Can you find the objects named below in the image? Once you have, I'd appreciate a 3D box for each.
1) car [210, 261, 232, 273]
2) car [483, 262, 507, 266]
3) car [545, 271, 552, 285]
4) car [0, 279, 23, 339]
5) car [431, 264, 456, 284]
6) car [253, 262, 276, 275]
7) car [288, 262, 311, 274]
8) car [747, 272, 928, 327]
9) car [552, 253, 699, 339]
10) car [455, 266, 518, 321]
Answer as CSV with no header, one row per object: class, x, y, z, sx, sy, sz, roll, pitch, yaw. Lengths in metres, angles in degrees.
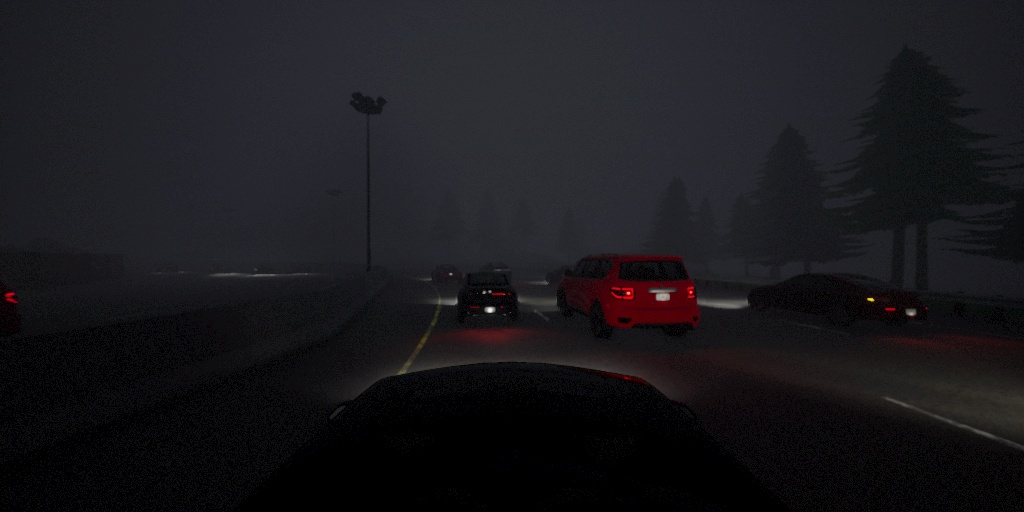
car,-37.795,1.431,46.530,4.902,1.511,2.128,0,0,43
car,-1.477,1.253,28.743,2.128,1.511,4.902,0,0,-19
car,3.881,1.283,23.574,2.033,1.411,5.357,0,0,-15
car,-10.808,1.024,4.776,2.150,2.045,5.566,0,0,-4
car,-5.349,1.344,29.060,1.994,1.385,4.181,0,0,-21
car,-29.340,1.462,42.501,1.994,1.385,4.181,0,0,-40
car,-26.635,1.432,44.825,2.033,1.411,5.357,0,0,-39
car,9.729,1.231,11.245,1.812,1.442,4.674,0,0,-6
car,2.891,0.959,10.241,2.150,2.045,5.566,0,0,-6
car,-0.960,1.262,12.516,1.837,1.490,4.892,0,0,-8
